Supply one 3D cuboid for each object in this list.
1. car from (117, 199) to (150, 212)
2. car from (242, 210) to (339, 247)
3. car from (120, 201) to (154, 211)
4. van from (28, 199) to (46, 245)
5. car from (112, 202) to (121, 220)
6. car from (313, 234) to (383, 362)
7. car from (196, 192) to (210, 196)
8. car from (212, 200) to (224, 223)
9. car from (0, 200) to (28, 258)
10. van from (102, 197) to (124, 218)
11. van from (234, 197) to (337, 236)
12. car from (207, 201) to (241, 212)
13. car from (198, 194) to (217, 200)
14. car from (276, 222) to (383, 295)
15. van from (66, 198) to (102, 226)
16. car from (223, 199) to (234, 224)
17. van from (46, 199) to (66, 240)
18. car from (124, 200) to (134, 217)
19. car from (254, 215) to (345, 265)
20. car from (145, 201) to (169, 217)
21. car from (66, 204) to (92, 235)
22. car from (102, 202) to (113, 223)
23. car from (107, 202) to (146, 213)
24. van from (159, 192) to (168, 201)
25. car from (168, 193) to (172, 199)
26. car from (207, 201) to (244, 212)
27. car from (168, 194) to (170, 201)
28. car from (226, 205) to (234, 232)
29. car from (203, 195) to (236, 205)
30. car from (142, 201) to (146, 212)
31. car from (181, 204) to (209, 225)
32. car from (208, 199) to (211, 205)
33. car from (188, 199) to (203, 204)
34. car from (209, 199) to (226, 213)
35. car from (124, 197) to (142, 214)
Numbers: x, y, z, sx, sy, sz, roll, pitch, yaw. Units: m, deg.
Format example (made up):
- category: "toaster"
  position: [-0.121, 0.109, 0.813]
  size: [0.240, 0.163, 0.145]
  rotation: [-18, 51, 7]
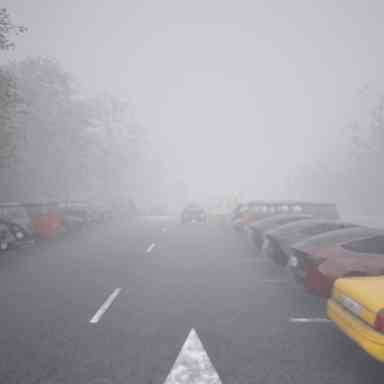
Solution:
- category: "car"
  position: [-8.522, 1.939, 48.825]
  size: [4.553, 1.767, 2.185]
  rotation: [0, -1, 0]
- category: "car"
  position: [4.581, 1.611, 12.857]
  size: [4.792, 1.488, 2.163]
  rotation: [0, 0, 0]
- category: "car"
  position: [-8.483, 2.110, 51.594]
  size: [5.008, 1.535, 2.097]
  rotation: [0, -1, 0]
- category: "van"
  position: [-8.411, 1.355, 12.951]
  size: [4.442, 1.987, 1.878]
  rotation: [0, 0, 0]
- category: "car"
  position: [-8.543, 1.737, 26.666]
  size: [4.792, 1.488, 2.163]
  rotation: [0, -1, 0]
- category: "car"
  position: [4.728, 1.514, 4.528]
  size: [5.366, 1.575, 1.946]
  rotation: [0, 0, 0]
- category: "car"
  position: [4.349, 1.598, 89.895]
  size: [5.566, 2.045, 2.435]
  rotation: [0, 0, 0]
- category: "car"
  position: [4.754, 1.745, 29.382]
  size: [5.366, 1.575, 1.946]
  rotation: [0, -1, 0]
- category: "car"
  position: [-8.503, 1.308, 10.182]
  size: [5.566, 2.045, 2.435]
  rotation: [0, 0, 0]
- category: "van"
  position: [-8.628, 1.522, 29.440]
  size: [4.442, 1.987, 1.878]
  rotation: [0, -1, 0]
- category: "van"
  position: [4.438, 1.377, 15.635]
  size: [4.442, 1.987, 1.878]
  rotation: [0, 0, 0]
- category: "car"
  position: [4.619, 2.098, 48.933]
  size: [4.792, 1.488, 2.163]
  rotation: [0, -1, 0]
- category: "car"
  position: [4.386, 1.803, 78.751]
  size: [4.792, 1.488, 2.163]
  rotation: [0, -1, 0]
- category: "car"
  position: [4.575, 1.568, 7.304]
  size: [4.792, 1.488, 2.163]
  rotation: [0, 0, 0]
- category: "van"
  position: [-8.411, 1.422, 21.277]
  size: [4.442, 1.987, 1.878]
  rotation: [0, -1, 0]
- category: "car"
  position: [4.529, 1.523, 21.184]
  size: [4.553, 1.767, 2.185]
  rotation: [0, -1, 0]
- category: "van"
  position: [-8.642, 1.376, 15.721]
  size: [4.442, 1.987, 1.878]
  rotation: [0, 0, 0]
- category: "car"
  position: [-8.479, 1.822, 32.330]
  size: [4.792, 1.488, 2.163]
  rotation: [0, -1, 0]
- category: "car"
  position: [4.578, 1.589, 10.081]
  size: [4.792, 1.488, 2.163]
  rotation: [0, 0, 0]
- category: "car"
  position: [-3.556, 1.947, 36.552]
  size: [1.994, 1.385, 4.181]
  rotation: [0, -1, 0]
- category: "car"
  position: [-8.527, 1.624, 18.489]
  size: [5.008, 1.535, 2.097]
  rotation: [0, 0, 0]
- category: "car"
  position: [-8.546, 1.705, 24.027]
  size: [4.792, 1.488, 2.163]
  rotation: [0, -1, 0]
- category: "car"
  position: [-8.493, 2.015, 43.407]
  size: [4.674, 1.452, 2.002]
  rotation: [0, -1, 0]
- category: "van"
  position: [-8.596, 1.547, 78.695]
  size: [4.442, 1.987, 1.878]
  rotation: [1, 0, 0]
- category: "car"
  position: [-8.888, 1.844, 89.856]
  size: [5.366, 1.575, 1.946]
  rotation: [0, 0, 0]
- category: "car"
  position: [4.581, 2.022, 46.157]
  size: [5.008, 1.535, 2.097]
  rotation: [0, -1, 0]
- category: "car"
  position: [-8.715, 1.860, 84.151]
  size: [4.674, 1.452, 2.002]
  rotation: [0, -1, 0]
- category: "car"
  position: [4.528, 1.654, 18.409]
  size: [4.792, 1.488, 2.163]
  rotation: [0, 0, 0]
- category: "car"
  position: [4.555, 1.725, 43.386]
  size: [5.566, 2.045, 2.435]
  rotation: [0, -1, 0]
- category: "car"
  position: [-8.314, 1.927, 40.638]
  size: [5.366, 1.575, 1.946]
  rotation: [0, -1, 0]
- category: "car"
  position: [0.126, 1.825, 26.298]
  size: [1.895, 1.301, 4.718]
  rotation: [0, -1, 0]
- category: "car"
  position: [4.571, 1.886, 37.830]
  size: [4.892, 1.521, 2.231]
  rotation: [0, -1, 0]
- category: "car"
  position: [0.142, 1.974, 41.854]
  size: [1.837, 1.490, 4.892]
  rotation: [0, -1, 0]
- category: "car"
  position: [4.760, 1.836, 35.054]
  size: [5.366, 1.575, 1.946]
  rotation: [0, -1, 0]
- category: "car"
  position: [-8.534, 1.587, 35.104]
  size: [5.566, 2.045, 2.435]
  rotation: [0, -1, 0]
